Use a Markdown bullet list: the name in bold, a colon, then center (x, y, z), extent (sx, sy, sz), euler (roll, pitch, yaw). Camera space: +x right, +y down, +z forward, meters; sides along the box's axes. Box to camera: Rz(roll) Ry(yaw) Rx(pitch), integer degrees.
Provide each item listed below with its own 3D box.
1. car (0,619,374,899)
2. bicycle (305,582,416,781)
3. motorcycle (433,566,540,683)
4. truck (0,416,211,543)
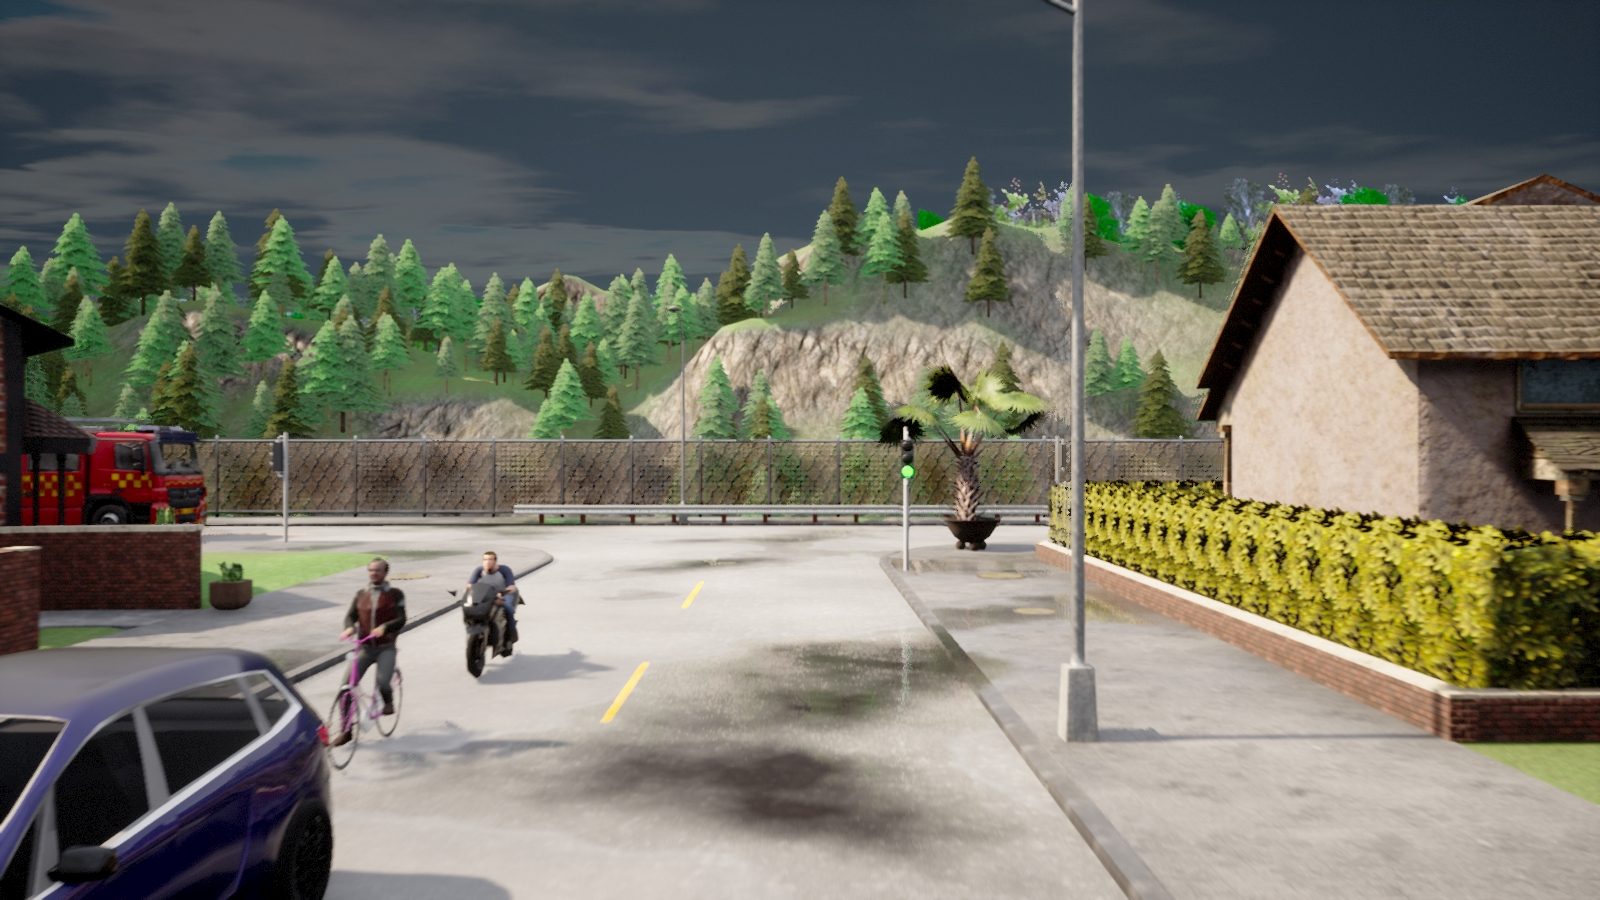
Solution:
- **car**: center (-3.958, 1.967, 5.341), extent (2.242, 1.667, 4.611), euler (0, 0, 0)
- **bicycle**: center (-4.017, 2.060, 10.558), extent (0.329, 1.471, 1.835), euler (0, 0, 0)
- **motorcycle**: center (-3.970, 2.186, 14.650), extent (0.803, 1.199, 2.033), euler (0, 0, 0)
- **truck**: center (-23.548, 0.890, 36.014), extent (8.468, 3.827, 2.891), euler (0, 0, 0)
